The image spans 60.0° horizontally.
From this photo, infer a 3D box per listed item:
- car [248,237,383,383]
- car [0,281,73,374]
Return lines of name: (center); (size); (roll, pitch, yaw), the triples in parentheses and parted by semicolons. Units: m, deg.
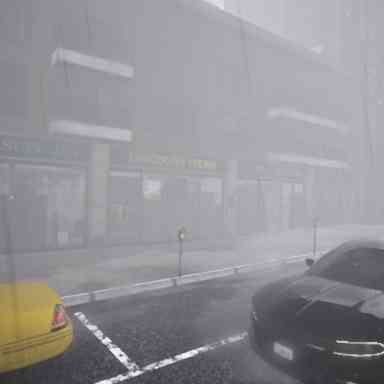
car: (3.037, 1.485, 5.117); (5.008, 1.535, 1.882); (0, 0, -36)
car: (-3.799, 1.524, 3.360); (4.829, 1.417, 1.752); (0, 2, -35)
